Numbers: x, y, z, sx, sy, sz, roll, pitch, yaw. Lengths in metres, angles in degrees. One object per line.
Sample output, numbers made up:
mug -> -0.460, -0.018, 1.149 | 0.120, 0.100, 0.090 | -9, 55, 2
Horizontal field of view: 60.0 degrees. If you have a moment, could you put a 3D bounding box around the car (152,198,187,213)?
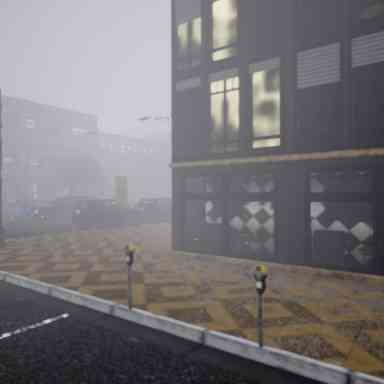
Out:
car -> -2.666, 1.585, 40.135 | 1.967, 1.590, 4.097 | -1, -1, 35

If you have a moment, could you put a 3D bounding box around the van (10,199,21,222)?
van -> -12.260, 1.429, 26.622 | 1.690, 1.788, 3.998 | -1, -1, 35

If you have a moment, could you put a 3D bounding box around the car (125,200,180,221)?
car -> -3.367, 1.559, 29.167 | 1.882, 1.535, 5.008 | 0, 0, 36

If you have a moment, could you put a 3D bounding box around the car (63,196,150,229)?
car -> -5.425, 1.360, 21.773 | 2.192, 1.841, 5.009 | -1, -1, 35

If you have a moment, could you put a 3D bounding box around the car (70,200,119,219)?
car -> -9.062, 1.546, 31.125 | 1.967, 1.590, 4.097 | -1, -1, 35

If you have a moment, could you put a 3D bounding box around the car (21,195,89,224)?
car -> -9.705, 1.297, 25.742 | 2.150, 2.045, 5.566 | 0, 0, 35

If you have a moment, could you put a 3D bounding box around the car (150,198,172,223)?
car -> -2.228, 1.378, 26.277 | 2.192, 1.841, 5.009 | -1, -1, 35
